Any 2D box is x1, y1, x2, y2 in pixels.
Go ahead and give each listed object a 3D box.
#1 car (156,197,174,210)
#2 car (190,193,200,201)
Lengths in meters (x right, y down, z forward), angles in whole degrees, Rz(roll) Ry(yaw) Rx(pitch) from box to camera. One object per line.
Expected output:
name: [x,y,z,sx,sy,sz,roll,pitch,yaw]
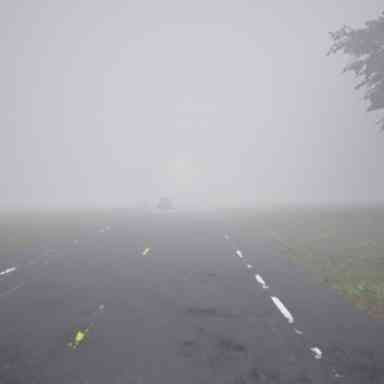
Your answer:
car: [-3.587,1.424,44.791,2.097,1.767,4.553,0,0,0]
car: [1.201,1.419,95.193,2.150,2.045,5.566,0,0,0]
